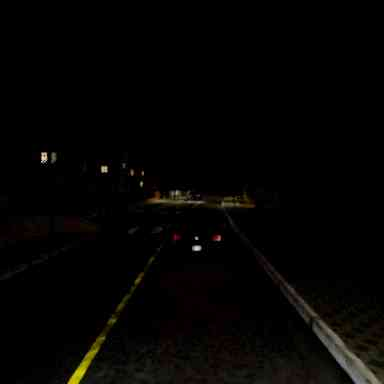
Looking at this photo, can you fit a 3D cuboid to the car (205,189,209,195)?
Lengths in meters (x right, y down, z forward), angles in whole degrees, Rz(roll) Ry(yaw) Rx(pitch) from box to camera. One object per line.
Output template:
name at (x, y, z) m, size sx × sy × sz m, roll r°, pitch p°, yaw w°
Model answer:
car at (2.541, 0.204, 70.527) m, size 1.837 × 1.490 × 4.892 m, roll 0°, pitch 1°, yaw 8°

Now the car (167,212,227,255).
car at (0.121, 1.396, 12.366) m, size 1.895 × 1.301 × 4.718 m, roll 0°, pitch 1°, yaw -1°

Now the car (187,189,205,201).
car at (0.475, 0.581, 55.086) m, size 2.097 × 1.767 × 4.553 m, roll 0°, pitch 0°, yaw 7°
